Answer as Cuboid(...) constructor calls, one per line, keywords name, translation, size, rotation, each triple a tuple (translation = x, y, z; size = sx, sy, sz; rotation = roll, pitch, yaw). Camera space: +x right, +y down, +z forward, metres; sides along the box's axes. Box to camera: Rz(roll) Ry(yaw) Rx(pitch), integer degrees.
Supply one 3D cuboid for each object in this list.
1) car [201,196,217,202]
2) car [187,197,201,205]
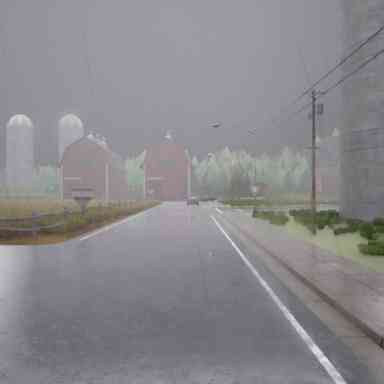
Cuboid(name="car", translation=(3.872, 1.530, 75.478), size=(1.895, 1.301, 4.718), rotation=(0, 0, 38))
Cuboid(name="car", translation=(0.175, 1.504, 57.200), size=(1.812, 1.442, 4.674), rotation=(0, 0, 0))
